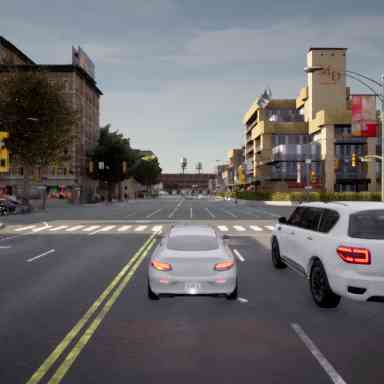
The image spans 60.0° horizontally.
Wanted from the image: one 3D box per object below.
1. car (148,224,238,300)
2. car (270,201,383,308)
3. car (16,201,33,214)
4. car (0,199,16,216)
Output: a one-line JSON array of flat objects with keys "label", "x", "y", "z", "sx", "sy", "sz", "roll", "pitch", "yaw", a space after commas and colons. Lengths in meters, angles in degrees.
[{"label": "car", "x": 0.012, "y": 1.526, "z": 8.284, "sx": 1.812, "sy": 1.442, "sz": 4.674, "roll": 0, "pitch": 0, "yaw": 0}, {"label": "car", "x": 3.511, "y": 1.221, "z": 8.053, "sx": 2.150, "sy": 2.045, "sz": 5.566, "roll": 0, "pitch": 0, "yaw": 0}, {"label": "car", "x": -18.989, "y": 1.505, "z": 34.177, "sx": 4.892, "sy": 1.490, "sz": 1.837, "roll": 0, "pitch": 0, "yaw": -2}, {"label": "car", "x": -19.166, "y": 1.352, "z": 30.398, "sx": 4.553, "sy": 1.767, "sz": 2.097, "roll": 0, "pitch": 0, "yaw": 3}]
